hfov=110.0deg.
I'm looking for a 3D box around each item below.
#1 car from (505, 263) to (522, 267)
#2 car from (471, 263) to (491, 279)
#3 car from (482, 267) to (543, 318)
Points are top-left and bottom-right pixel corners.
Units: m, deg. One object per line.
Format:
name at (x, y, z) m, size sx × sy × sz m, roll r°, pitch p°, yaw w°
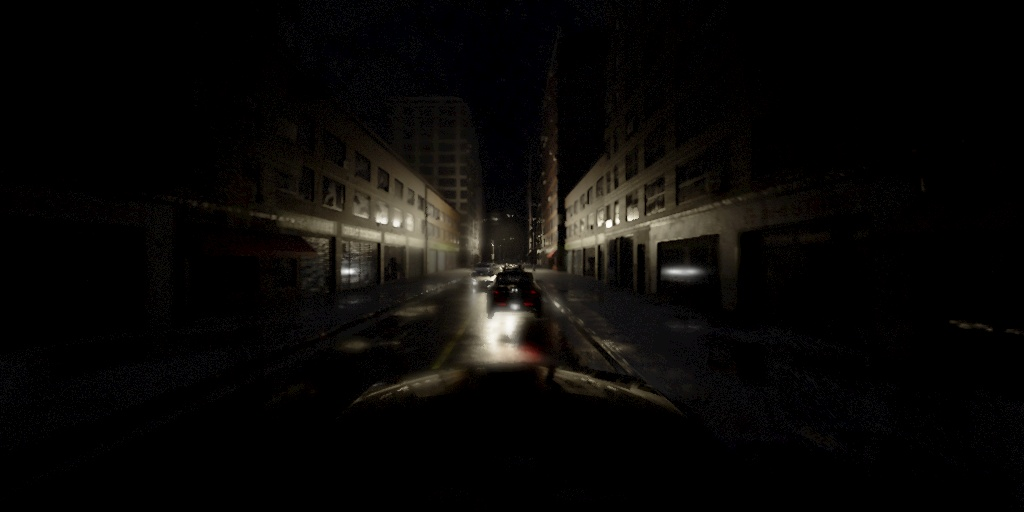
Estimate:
car at (0.095, 1.386, 31.378) m, size 2.128 × 1.511 × 4.902 m, roll 0°, pitch 0°, yaw 0°
car at (-2.815, 1.442, 35.579) m, size 1.812 × 1.442 × 4.674 m, roll 0°, pitch -1°, yaw 0°
car at (0.098, 1.308, 13.291) m, size 1.837 × 1.490 × 4.892 m, roll 0°, pitch 0°, yaw 0°
